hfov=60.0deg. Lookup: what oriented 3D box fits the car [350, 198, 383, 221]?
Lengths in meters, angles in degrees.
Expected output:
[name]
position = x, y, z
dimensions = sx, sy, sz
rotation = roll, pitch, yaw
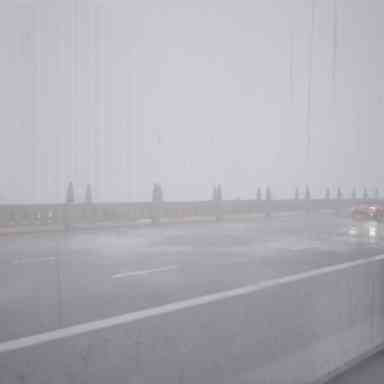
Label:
[car]
position = 14.971, 1.334, 27.333
dimensions = 4.553, 1.767, 2.097
rotation = 0, 0, -35
